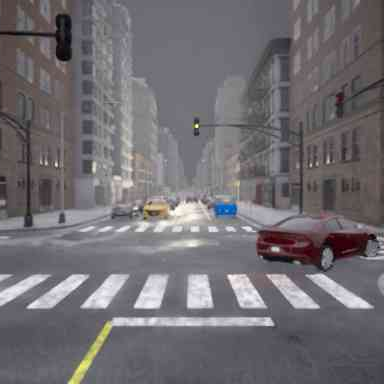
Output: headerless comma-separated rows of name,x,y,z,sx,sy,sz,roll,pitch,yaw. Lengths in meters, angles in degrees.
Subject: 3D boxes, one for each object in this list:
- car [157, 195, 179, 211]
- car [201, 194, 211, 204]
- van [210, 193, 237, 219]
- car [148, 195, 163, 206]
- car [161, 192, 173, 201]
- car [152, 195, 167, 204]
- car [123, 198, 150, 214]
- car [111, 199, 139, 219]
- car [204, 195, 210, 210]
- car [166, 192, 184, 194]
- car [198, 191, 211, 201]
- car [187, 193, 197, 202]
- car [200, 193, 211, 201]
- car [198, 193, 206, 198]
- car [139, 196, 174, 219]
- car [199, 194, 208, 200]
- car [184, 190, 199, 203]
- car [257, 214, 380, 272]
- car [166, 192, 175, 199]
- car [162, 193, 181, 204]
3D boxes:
car,-2.796,1.355,36.284,1.994,1.385,4.181,0,0,0
car,2.643,1.292,49.784,1.802,1.307,4.206,0,0,0
van,2.640,1.185,27.058,1.690,1.788,3.998,0,0,0
car,-5.382,1.237,49.609,1.752,1.417,4.829,0,0,0
car,-5.379,0.879,72.504,2.192,1.841,5.009,0,0,0
car,-5.381,1.240,55.461,1.947,1.339,4.313,0,0,0
car,-5.384,1.356,32.733,1.887,1.381,4.507,0,0,0
car,-5.385,1.395,27.051,2.008,1.369,4.403,0,0,0
car,2.642,1.361,38.421,1.802,1.307,4.206,0,0,0
car,-2.784,1.187,52.053,2.128,1.511,4.902,0,0,1
car,2.644,0.989,55.464,2.192,1.841,5.009,0,0,0
car,0.007,1.074,67.190,1.882,1.535,5.008,0,0,0
car,2.645,1.041,66.827,1.967,1.590,4.097,0,0,0
car,2.648,1.020,89.552,1.947,1.339,4.313,0,0,0
car,-2.829,1.320,27.333,1.882,1.535,5.008,0,0,0
car,2.646,1.079,78.190,2.008,1.369,4.403,0,0,0
car,0.006,1.015,57.157,2.097,1.767,4.553,0,0,0
car,4.193,1.438,10.761,5.008,1.535,1.882,0,-2,-40
car,-5.378,0.931,83.868,1.967,1.590,4.097,0,0,0
car,-2.780,1.265,45.040,1.812,1.442,4.674,0,0,1
